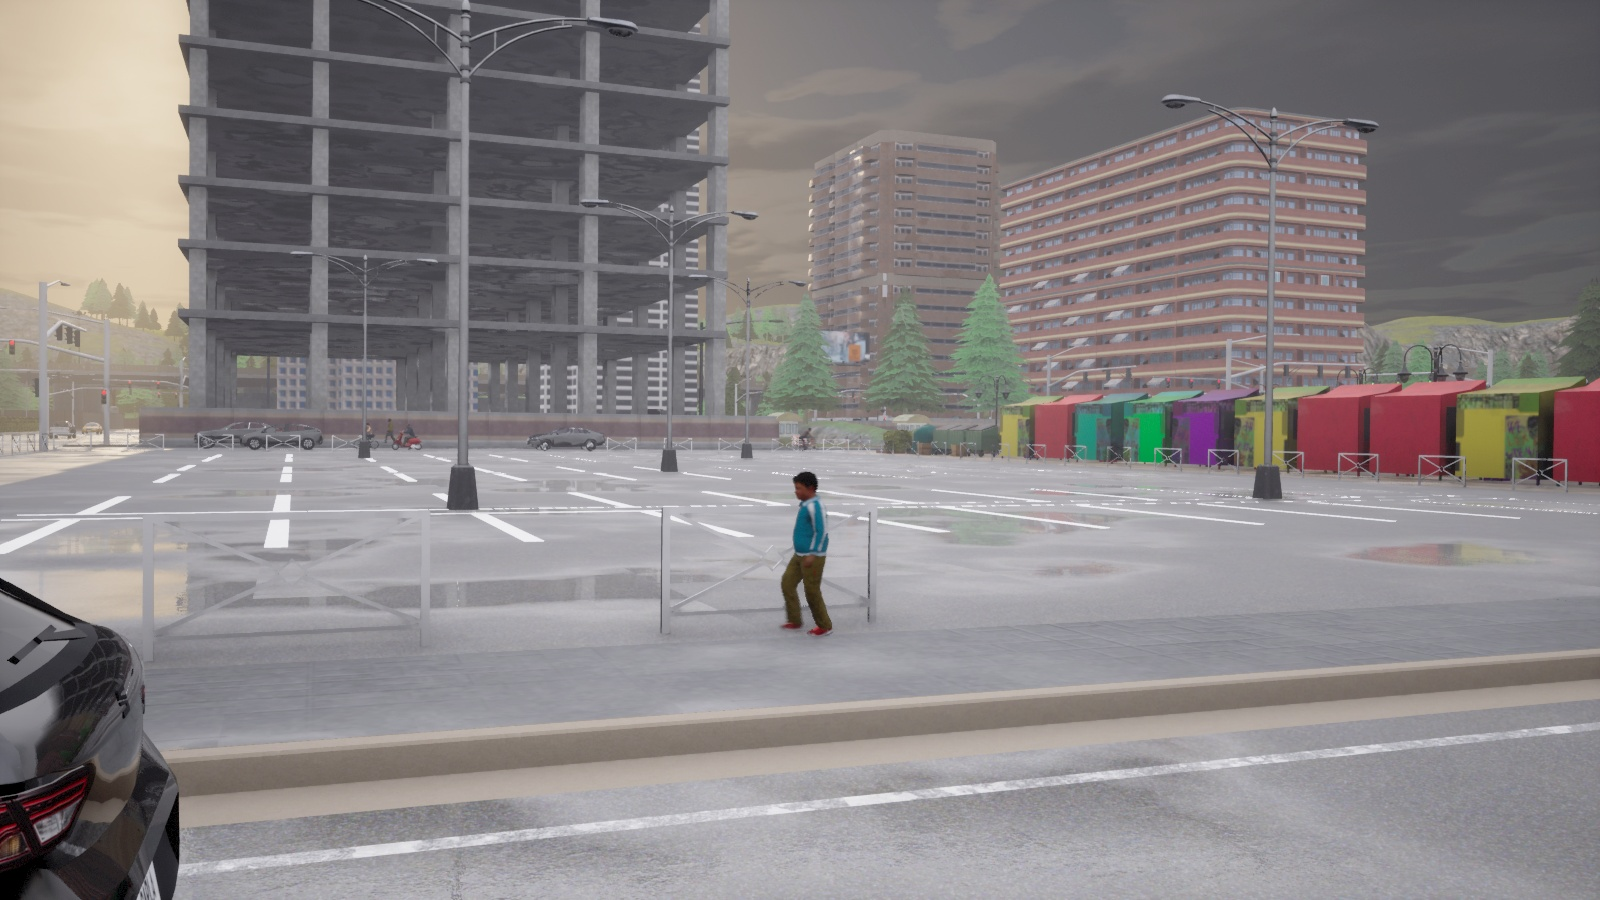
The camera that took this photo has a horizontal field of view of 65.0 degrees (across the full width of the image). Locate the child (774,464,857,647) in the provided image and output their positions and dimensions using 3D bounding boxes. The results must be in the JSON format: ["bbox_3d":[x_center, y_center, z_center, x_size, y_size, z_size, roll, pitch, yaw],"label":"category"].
[{"bbox_3d":[0.103,0.697,8.501,0.448,1.192,0.343,-1,1,-22],"label":"child"}]

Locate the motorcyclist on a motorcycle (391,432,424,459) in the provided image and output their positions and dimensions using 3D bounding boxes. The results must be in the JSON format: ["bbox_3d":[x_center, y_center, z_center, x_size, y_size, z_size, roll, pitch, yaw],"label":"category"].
[{"bbox_3d":[-23.535,-0.275,75.304,1.817,1.590,0.866,-1,1,-22],"label":"motorcyclist on a motorcycle"}]

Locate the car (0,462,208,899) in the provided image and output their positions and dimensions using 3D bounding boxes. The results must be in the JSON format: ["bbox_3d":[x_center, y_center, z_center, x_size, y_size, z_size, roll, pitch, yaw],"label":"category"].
[{"bbox_3d":[-3.322,0.815,1.970,4.193,1.474,1.816,-1,1,-21],"label":"car"}]

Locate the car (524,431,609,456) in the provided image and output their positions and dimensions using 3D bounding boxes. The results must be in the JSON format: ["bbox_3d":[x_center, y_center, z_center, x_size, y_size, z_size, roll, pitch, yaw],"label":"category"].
[{"bbox_3d":[-14.696,-0.426,78.923,4.902,1.511,2.128,-1,1,-22],"label":"car"}]

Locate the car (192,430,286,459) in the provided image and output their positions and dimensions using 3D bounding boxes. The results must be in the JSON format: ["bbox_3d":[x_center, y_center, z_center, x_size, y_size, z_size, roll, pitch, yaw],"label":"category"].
[{"bbox_3d":[-33.451,-0.338,75.023,5.027,1.651,2.152,-1,1,-22],"label":"car"}]

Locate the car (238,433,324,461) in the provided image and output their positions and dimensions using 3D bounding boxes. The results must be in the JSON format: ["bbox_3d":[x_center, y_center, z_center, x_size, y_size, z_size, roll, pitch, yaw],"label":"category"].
[{"bbox_3d":[-29.989,-0.169,72.661,4.514,1.525,2.007,-1,1,-22],"label":"car"}]

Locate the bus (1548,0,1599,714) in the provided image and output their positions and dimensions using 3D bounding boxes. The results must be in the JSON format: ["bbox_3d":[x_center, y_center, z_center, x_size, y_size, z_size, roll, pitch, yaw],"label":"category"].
[{"bbox_3d":[9.595,-0.793,6.808,10.273,4.253,3.944,-1,1,-20],"label":"bus"}]
